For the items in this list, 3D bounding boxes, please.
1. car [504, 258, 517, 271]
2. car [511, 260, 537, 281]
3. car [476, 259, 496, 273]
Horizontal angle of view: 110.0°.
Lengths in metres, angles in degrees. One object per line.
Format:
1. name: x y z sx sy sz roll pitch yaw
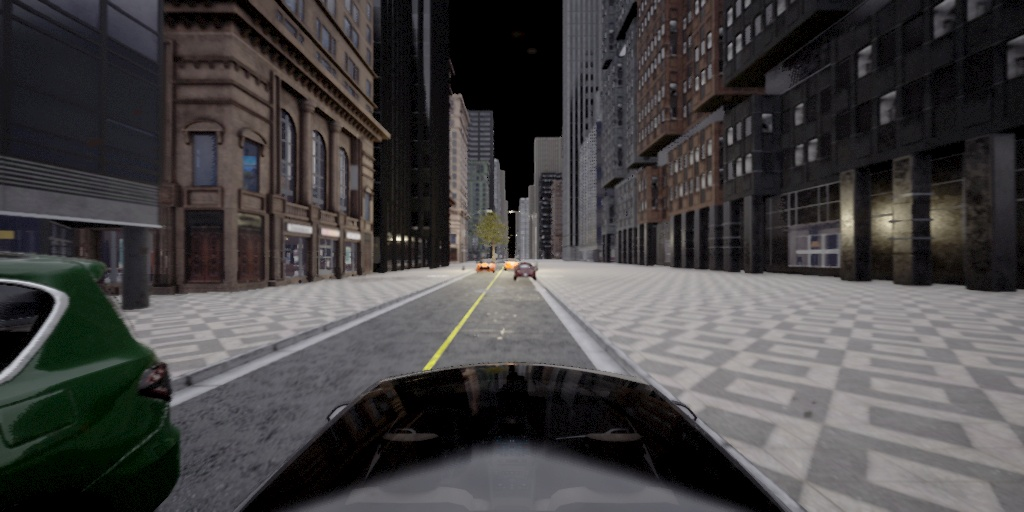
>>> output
1. car: 0.031 1.116 49.914 2.097 1.767 4.553 0 0 0
2. car: 1.062 1.279 30.254 1.812 1.442 4.674 0 0 0
3. car: -3.063 1.110 42.409 2.097 1.767 4.553 0 0 0
